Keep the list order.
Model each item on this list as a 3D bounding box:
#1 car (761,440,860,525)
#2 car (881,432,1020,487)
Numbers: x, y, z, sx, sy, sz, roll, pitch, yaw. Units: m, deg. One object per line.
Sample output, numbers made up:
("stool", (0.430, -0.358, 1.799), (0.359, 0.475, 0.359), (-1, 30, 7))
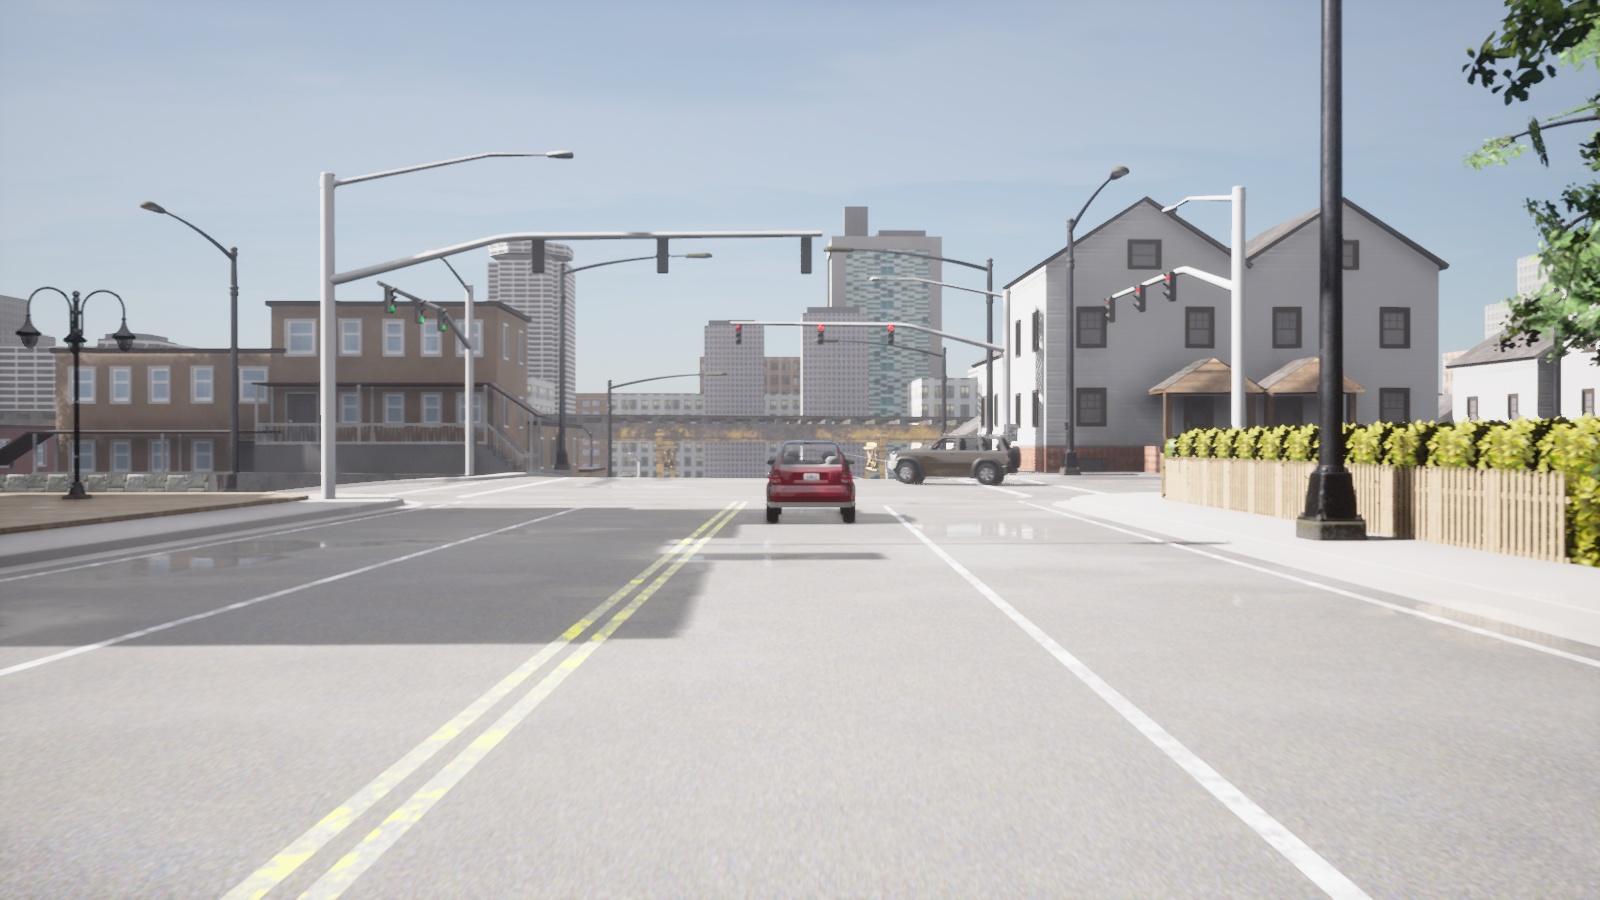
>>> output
("car", (0.206, 0.586, 24.715), (1.789, 1.549, 3.705), (0, 0, 1))
("car", (5.346, 0.318, 44.635), (4.605, 1.855, 1.932), (1, 1, 18))
